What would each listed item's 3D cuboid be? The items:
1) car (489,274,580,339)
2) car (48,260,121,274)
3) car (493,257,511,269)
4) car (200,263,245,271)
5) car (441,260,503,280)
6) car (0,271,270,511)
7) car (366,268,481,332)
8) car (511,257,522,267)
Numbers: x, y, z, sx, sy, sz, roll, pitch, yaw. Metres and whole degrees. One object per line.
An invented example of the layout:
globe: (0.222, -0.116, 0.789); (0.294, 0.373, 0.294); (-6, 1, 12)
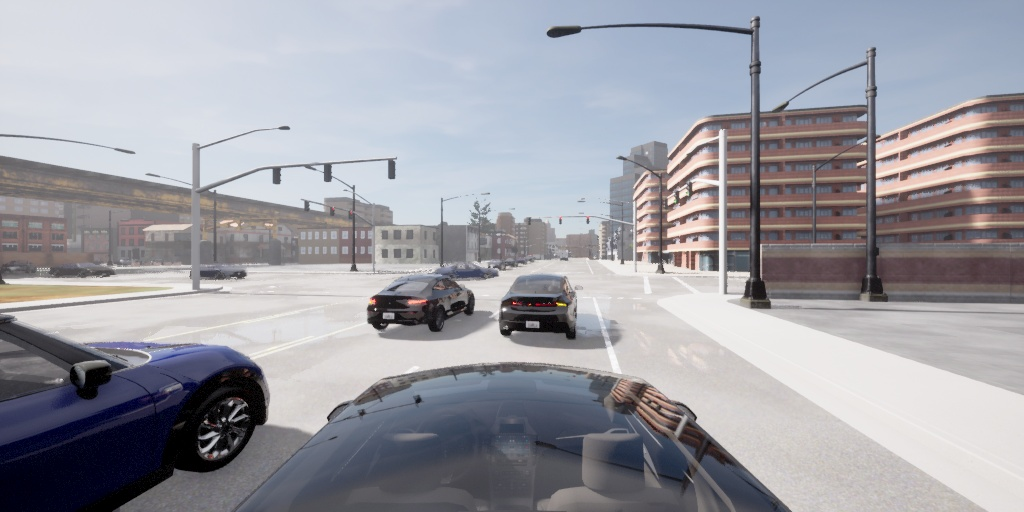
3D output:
car: (0.909, 1.255, 10.232); (1.837, 1.490, 4.892); (0, 0, 11)
car: (-39.777, 1.297, 33.151); (5.357, 1.411, 2.033); (0, 0, 10)
car: (-2.028, 1.106, 48.010); (2.128, 1.511, 4.902); (0, 1, 11)
car: (-25.001, 1.313, 30.589); (4.181, 1.385, 1.994); (0, 0, 10)
car: (-3.820, 1.265, 29.651); (5.357, 1.411, 2.033); (0, 0, -19)
car: (-3.858, 1.102, 2.096); (2.097, 1.767, 4.553); (0, 0, 6)
car: (-2.536, 1.276, 10.873); (1.812, 1.442, 4.674); (0, 0, 11)
car: (-0.228, 0.957, 57.287); (1.882, 1.535, 5.008); (0, 1, 11)
